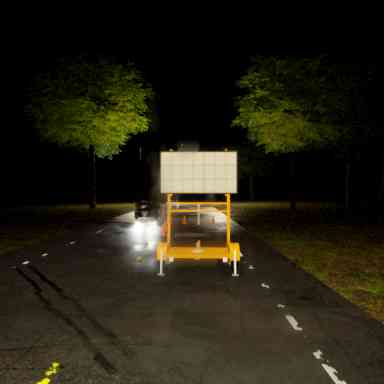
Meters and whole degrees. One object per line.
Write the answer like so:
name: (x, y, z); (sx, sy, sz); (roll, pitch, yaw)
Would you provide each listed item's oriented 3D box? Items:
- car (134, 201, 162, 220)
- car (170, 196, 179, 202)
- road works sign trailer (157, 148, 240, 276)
car: (-3.632, 1.487, 27.988); (2.128, 1.511, 4.902); (0, 0, 0)
car: (-3.584, 1.556, 66.097); (1.837, 1.490, 4.892); (0, 0, 0)
road works sign trailer: (0.209, 0.459, 10.337); (2.380, 3.560, 2.880); (0, 0, 2)
